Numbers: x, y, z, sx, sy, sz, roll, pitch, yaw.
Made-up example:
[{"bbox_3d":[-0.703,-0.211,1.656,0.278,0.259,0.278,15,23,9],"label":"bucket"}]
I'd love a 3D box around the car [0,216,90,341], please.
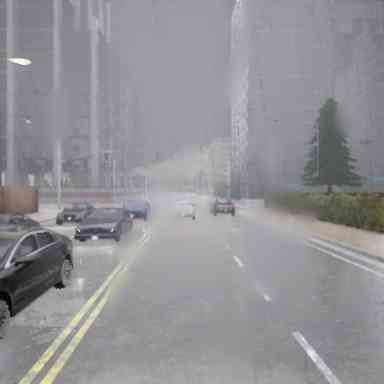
[{"bbox_3d":[-3.749,1.464,6.257,2.128,1.511,4.902,0,0,-2],"label":"car"}]

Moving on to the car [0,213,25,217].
[{"bbox_3d":[-7.452,1.506,12.838,1.994,1.385,4.181,0,0,-2],"label":"car"}]

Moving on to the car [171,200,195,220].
[{"bbox_3d":[-0.699,1.400,26.564,1.812,1.442,4.674,0,0,-2],"label":"car"}]

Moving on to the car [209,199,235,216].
[{"bbox_3d":[2.717,1.346,30.298,2.128,1.511,4.902,0,0,-3],"label":"car"}]

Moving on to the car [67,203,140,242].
[{"bbox_3d":[-4.047,1.472,16.258,2.033,1.411,5.357,0,0,-2],"label":"car"}]

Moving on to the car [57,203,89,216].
[{"bbox_3d":[-7.718,1.459,22.818,1.994,1.385,4.181,0,0,-1],"label":"car"}]

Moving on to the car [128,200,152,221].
[{"bbox_3d":[-4.266,1.366,26.093,1.882,1.535,5.008,0,0,-2],"label":"car"}]
